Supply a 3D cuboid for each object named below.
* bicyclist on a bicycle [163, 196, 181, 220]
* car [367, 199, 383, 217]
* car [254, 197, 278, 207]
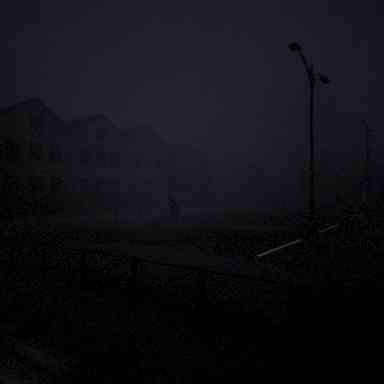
[{"bbox_3d":[-1.399,1.109,23.069,1.656,1.620,0.582,0,0,35],"label":"bicyclist on a bicycle"},{"bbox_3d":[15.424,1.298,26.815,2.007,1.523,4.514,0,0,35],"label":"car"},{"bbox_3d":[10.445,1.356,46.692,2.033,1.411,5.357,0,0,33],"label":"car"}]
